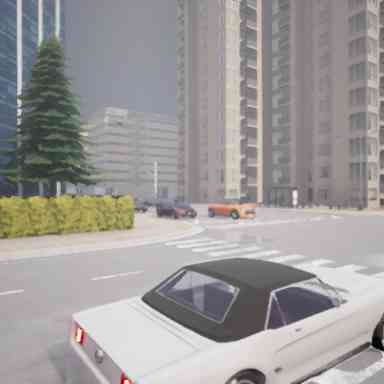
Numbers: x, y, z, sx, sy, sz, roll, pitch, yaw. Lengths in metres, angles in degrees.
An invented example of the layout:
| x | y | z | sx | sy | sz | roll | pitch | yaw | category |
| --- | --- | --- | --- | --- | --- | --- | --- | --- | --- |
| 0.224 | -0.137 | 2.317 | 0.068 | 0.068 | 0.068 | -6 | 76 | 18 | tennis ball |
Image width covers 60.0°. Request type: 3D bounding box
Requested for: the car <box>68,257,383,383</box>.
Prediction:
| x | y | z | sx | sy | sz | roll | pitch | yaw | category |
| --- | --- | --- | --- | --- | --- | --- | --- | --- | --- |
| 1.000 | 1.584 | 4.460 | 4.718 | 1.301 | 1.895 | 0 | 0 | -36 | car |

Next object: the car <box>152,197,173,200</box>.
| x | y | z | sx | sy | sz | roll | pitch | yaw | category |
| --- | --- | --- | --- | --- | --- | --- | --- | --- | --- |
| -1.969 | 1.438 | 35.493 | 1.882 | 1.535 | 5.008 | 0 | 0 | -36 | car |

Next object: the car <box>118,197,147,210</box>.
| x | y | z | sx | sy | sz | roll | pitch | yaw | category |
| --- | --- | --- | --- | --- | --- | --- | --- | --- | --- |
| -7.955 | 1.465 | 43.943 | 1.837 | 1.490 | 4.892 | 0 | 0 | -35 | car |

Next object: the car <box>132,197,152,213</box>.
| x | y | z | sx | sy | sz | roll | pitch | yaw | category |
| --- | --- | --- | --- | --- | --- | --- | --- | --- | --- |
| -6.706 | 1.525 | 36.115 | 2.033 | 1.411 | 5.357 | 0 | 0 | -35 | car |

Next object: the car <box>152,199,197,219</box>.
| x | y | z | sx | sy | sz | roll | pitch | yaw | category |
| --- | --- | --- | --- | --- | --- | --- | --- | --- | --- |
| -1.352 | 1.542 | 28.581 | 1.994 | 1.385 | 4.181 | 0 | 0 | -35 | car |

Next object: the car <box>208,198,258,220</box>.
| x | y | z | sx | sy | sz | roll | pitch | yaw | category |
| --- | --- | --- | --- | --- | --- | --- | --- | --- | --- |
| 3.368 | 1.312 | 27.981 | 2.097 | 1.767 | 4.553 | 0 | 0 | -35 | car |
